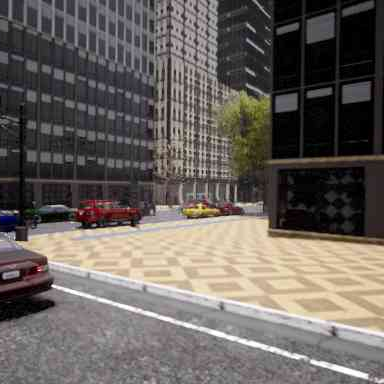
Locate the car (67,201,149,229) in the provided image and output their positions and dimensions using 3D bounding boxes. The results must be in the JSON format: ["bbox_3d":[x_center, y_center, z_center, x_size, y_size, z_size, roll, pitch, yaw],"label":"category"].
[{"bbox_3d":[-5.829,1.523,23.634,2.192,1.841,5.009,1,0,37],"label":"car"}]

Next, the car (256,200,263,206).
[{"bbox_3d":[14.160,1.983,64.739,1.752,1.417,4.829,1,0,37],"label":"car"}]

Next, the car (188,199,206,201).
[{"bbox_3d":[0.297,1.625,41.615,2.097,1.767,4.553,1,0,37],"label":"car"}]

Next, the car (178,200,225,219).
[{"bbox_3d":[0.979,1.834,32.838,1.752,1.417,4.829,1,0,37],"label":"car"}]

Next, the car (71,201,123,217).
[{"bbox_3d":[-9.316,1.646,33.013,1.752,1.417,4.829,1,0,37],"label":"car"}]

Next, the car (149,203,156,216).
[{"bbox_3d":[-5.682,1.690,33.554,1.837,1.490,4.892,1,0,37],"label":"car"}]

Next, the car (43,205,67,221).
[{"bbox_3d":[-11.150,1.706,26.147,1.895,1.301,4.718,1,0,36],"label":"car"}]

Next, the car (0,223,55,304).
[{"bbox_3d":[-5.299,1.542,7.469,5.357,1.411,2.033,0,0,36],"label":"car"}]

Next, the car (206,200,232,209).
[{"bbox_3d":[4.200,1.884,51.279,1.947,1.339,4.313,1,0,37],"label":"car"}]

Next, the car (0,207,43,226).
[{"bbox_3d":[-11.509,1.678,19.983,1.994,1.385,4.181,1,0,22],"label":"car"}]

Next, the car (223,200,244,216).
[{"bbox_3d":[4.233,1.938,37.236,1.802,1.307,4.206,1,0,37],"label":"car"}]
